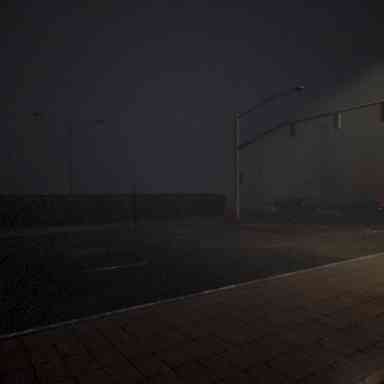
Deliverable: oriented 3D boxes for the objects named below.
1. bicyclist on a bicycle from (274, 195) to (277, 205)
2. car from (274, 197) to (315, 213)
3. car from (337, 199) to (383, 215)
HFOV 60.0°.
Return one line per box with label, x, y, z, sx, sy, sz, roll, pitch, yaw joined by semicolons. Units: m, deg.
bicyclist on a bicycle;13.656;1.300;54.220;0.582;1.620;1.656;0;0;22
car;11.547;1.351;37.739;2.097;1.767;4.553;0;0;-33
car;17.657;1.491;34.771;2.128;1.511;4.902;0;0;-32
